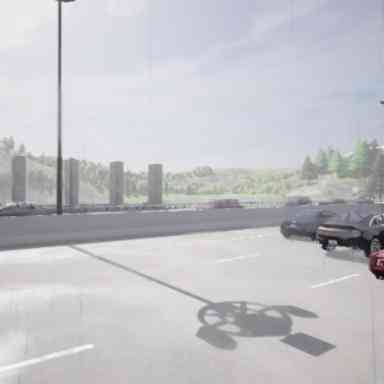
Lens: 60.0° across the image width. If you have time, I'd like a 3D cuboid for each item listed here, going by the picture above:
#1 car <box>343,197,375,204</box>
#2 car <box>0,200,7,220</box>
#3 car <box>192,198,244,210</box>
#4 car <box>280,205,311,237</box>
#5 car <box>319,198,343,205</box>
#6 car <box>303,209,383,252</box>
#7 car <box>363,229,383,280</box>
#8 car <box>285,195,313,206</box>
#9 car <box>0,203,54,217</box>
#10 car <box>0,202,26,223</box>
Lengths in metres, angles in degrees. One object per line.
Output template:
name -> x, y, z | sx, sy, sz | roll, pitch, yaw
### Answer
car -> 24.103, 1.488, 47.183 | 4.902, 1.511, 2.128 | 0, 0, -35
car -> -17.332, 1.426, 25.912 | 4.902, 1.511, 2.128 | 0, 0, -35
car -> 2.068, 1.324, 26.830 | 4.553, 1.767, 2.097 | 0, 0, -36
car -> 6.353, 1.558, 16.727 | 4.181, 1.385, 1.994 | 0, 0, -36
car -> 21.181, 1.536, 49.372 | 5.357, 1.411, 2.033 | 0, 0, -36
car -> 6.735, 1.491, 12.676 | 4.902, 1.511, 2.128 | 0, 0, -36
car -> 6.397, 1.604, 8.125 | 4.718, 1.301, 1.895 | 0, 0, -35
car -> 16.040, 1.328, 49.985 | 4.553, 1.767, 2.097 | 0, 0, -36
car -> -11.531, 1.443, 21.427 | 4.902, 1.511, 2.128 | 0, 0, -35
car -> -14.504, 1.468, 23.609 | 4.674, 1.442, 1.812 | 0, 0, -35
